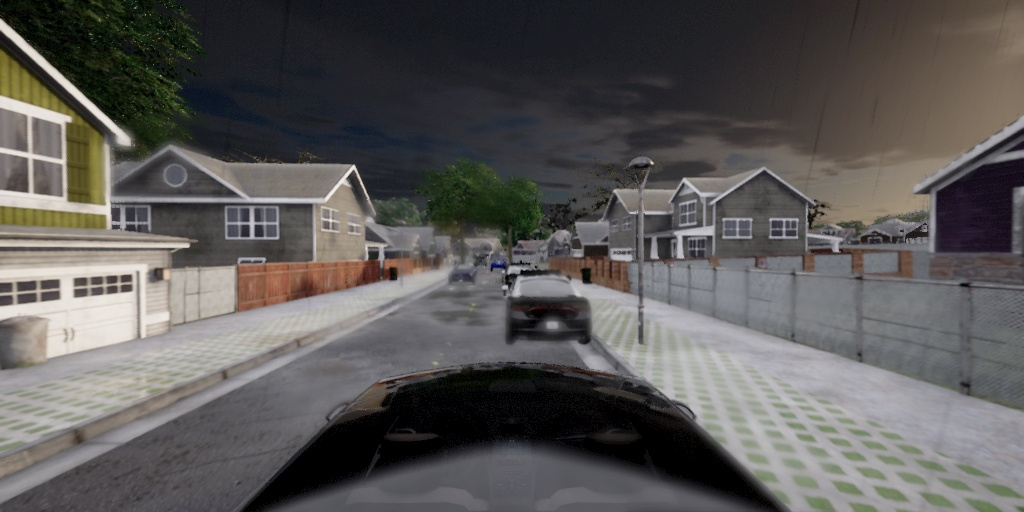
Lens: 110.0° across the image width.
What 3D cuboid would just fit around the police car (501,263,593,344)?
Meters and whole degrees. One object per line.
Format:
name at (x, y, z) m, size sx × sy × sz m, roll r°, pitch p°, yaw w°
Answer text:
police car at (0.756, 1.162, 9.676) m, size 1.930 × 1.638 × 5.238 m, roll 0°, pitch 0°, yaw -1°

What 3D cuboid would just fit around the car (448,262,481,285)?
car at (-3.510, 1.337, 26.142) m, size 1.895 × 1.301 × 4.718 m, roll 0°, pitch 0°, yaw -3°

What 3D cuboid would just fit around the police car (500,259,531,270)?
police car at (0.476, 1.155, 19.721) m, size 1.930 × 1.638 × 5.238 m, roll 0°, pitch 0°, yaw -2°

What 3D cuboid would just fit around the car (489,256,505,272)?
car at (-1.788, 0.975, 47.611) m, size 2.150 × 2.045 × 5.566 m, roll 0°, pitch 0°, yaw -3°
